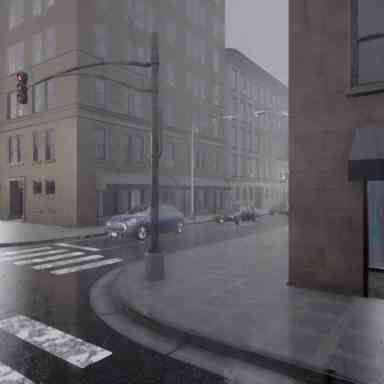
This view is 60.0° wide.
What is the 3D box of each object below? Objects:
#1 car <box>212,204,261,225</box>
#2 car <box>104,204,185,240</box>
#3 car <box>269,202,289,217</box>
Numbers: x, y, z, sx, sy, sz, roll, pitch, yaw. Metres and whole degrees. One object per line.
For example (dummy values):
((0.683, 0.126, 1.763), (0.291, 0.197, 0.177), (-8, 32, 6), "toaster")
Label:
((3.653, 1.686, 26.074), (2.033, 1.411, 5.357), (0, 0, 35), "car")
((-2.384, 1.432, 17.574), (2.097, 1.767, 4.553), (0, 0, 35), "car")
((9.842, 1.743, 34.757), (2.033, 1.411, 5.357), (0, 0, 36), "car")
